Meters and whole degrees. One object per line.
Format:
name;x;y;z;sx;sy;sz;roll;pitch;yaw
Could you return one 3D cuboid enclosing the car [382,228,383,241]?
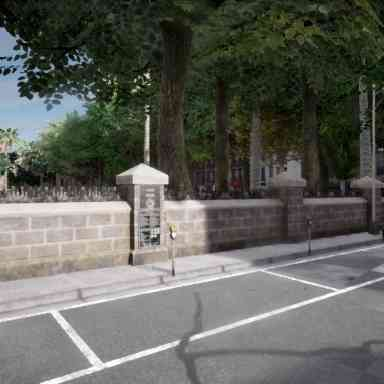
car;9.787;1.310;13.521;5.009;1.841;2.192;0;0;-36
